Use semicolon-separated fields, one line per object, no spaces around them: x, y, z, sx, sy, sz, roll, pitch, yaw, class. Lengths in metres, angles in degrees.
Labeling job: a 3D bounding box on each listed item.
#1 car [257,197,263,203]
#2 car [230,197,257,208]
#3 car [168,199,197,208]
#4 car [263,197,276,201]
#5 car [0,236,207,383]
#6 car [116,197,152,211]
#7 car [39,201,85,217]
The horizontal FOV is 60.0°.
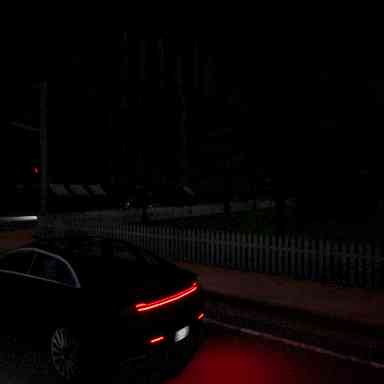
12.378;1.601;61.847;1.895;1.301;4.718;0;0;34;car
6.889;1.547;47.472;2.033;1.411;5.357;0;0;35;car
-1.357;1.601;48.083;1.895;1.301;4.718;0;0;34;car
15.256;1.547;59.860;2.033;1.411;5.357;0;0;34;car
-2.084;1.491;5.429;4.902;1.511;2.128;0;0;36;car
-6.918;1.352;39.863;2.097;1.767;4.553;0;0;34;car
-12.336;1.564;31.841;1.994;1.385;4.181;0;0;34;car
